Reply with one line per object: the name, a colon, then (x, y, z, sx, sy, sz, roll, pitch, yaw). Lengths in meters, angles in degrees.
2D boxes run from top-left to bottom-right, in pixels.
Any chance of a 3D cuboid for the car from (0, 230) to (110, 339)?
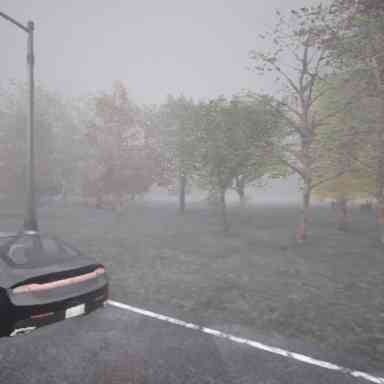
car: (-3.636, 1.470, 6.162, 4.902, 1.511, 2.128, 1, 0, 36)
